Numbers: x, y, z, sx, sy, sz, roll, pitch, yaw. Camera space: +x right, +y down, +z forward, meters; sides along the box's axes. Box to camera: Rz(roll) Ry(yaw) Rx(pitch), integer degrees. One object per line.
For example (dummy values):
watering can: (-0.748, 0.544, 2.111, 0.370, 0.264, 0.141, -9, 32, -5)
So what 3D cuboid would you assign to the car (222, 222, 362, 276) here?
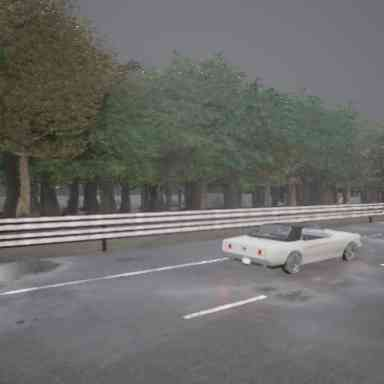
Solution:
car: (3.295, 1.591, 10.400, 4.718, 1.301, 1.895, 0, 0, -36)
